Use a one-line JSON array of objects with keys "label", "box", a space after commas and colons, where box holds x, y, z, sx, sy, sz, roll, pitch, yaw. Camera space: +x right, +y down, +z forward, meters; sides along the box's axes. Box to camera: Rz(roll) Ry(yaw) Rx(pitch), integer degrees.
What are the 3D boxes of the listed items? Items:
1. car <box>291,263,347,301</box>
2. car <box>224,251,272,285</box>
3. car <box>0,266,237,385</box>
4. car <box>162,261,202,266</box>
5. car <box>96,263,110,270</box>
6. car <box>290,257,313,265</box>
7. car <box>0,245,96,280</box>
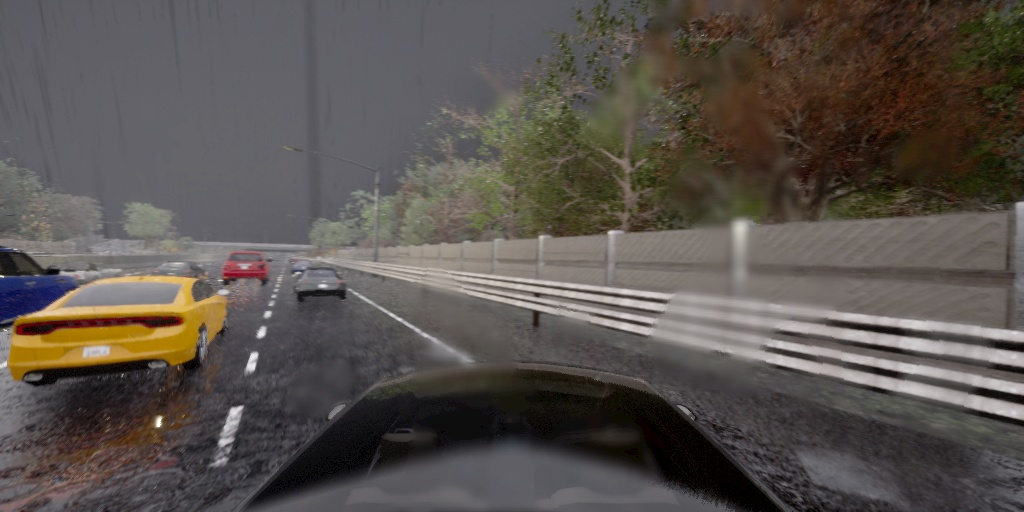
[{"label": "car", "box": [-8.992, 1.214, 16.752, 1.994, 1.385, 4.181, 1, 0, -32]}, {"label": "car", "box": [-16.889, 0.742, 23.020, 2.150, 2.045, 5.566, 1, 0, -32]}, {"label": "car", "box": [-6.867, 1.111, 6.909, 1.882, 1.535, 5.008, 1, 0, -32]}, {"label": "car", "box": [-20.473, 1.001, 22.156, 1.994, 1.385, 4.181, 1, 0, -32]}, {"label": "car", "box": [-22.467, 0.973, 18.734, 1.895, 1.301, 4.718, 1, 0, -32]}, {"label": "car", "box": [-20.952, 1.082, 35.982, 1.994, 1.385, 4.181, 1, 0, -32]}, {"label": "car", "box": [-11.011, 0.765, 6.950, 2.150, 2.045, 5.566, 1, 0, -32]}]
